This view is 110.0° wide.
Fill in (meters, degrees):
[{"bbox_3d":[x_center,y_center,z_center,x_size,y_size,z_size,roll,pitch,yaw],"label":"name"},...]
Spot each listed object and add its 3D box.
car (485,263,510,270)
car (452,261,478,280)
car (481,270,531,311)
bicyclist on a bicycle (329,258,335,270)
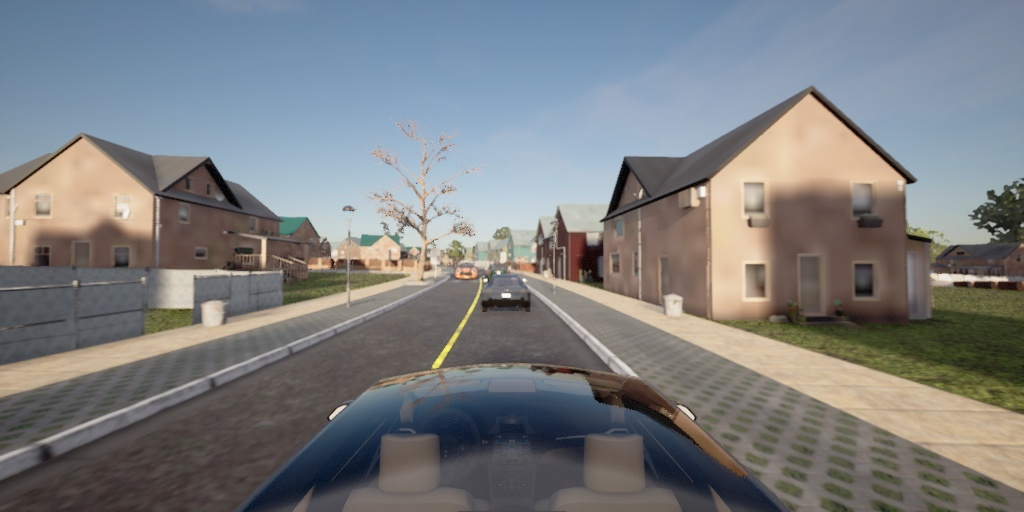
[{"bbox_3d":[-1.225,1.397,30.388,2.097,1.767,4.553,0,-1,-5],"label":"car"},{"bbox_3d":[-4.572,1.454,36.331,2.097,1.767,4.553,0,0,-5],"label":"car"},{"bbox_3d":[-0.287,1.455,15.342,1.994,1.385,4.181,0,0,-2],"label":"car"},{"bbox_3d":[-24.605,1.096,49.046,0.582,1.620,1.656,1,-1,4],"label":"bicyclist on a bicycle"}]
